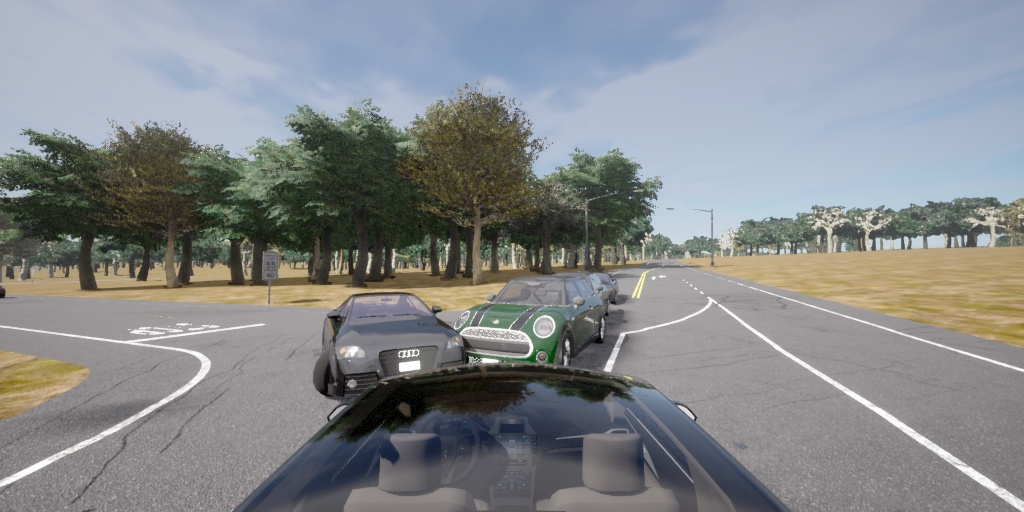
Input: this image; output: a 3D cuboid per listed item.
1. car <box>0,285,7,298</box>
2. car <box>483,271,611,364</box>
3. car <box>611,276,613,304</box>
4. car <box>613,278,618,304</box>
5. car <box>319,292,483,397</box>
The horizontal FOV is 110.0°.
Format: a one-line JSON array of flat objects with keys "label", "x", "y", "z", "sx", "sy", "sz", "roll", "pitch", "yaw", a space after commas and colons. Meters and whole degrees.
[{"label": "car", "x": -40.861, "y": 2.562, "z": 27.387, "sx": 4.181, "sy": 1.385, "sz": 1.994, "roll": -2, "pitch": -3, "yaw": 22}, {"label": "car", "x": 0.617, "y": 1.218, "z": 7.830, "sx": 2.097, "sy": 1.767, "sz": 4.553, "roll": -1, "pitch": -2, "yaw": 26}, {"label": "car", "x": 2.023, "y": 1.344, "z": 12.143, "sx": 2.097, "sy": 1.767, "sz": 4.553, "roll": -1, "pitch": -1, "yaw": 21}, {"label": "car", "x": 4.217, "y": 1.509, "z": 17.870, "sx": 1.994, "sy": 1.385, "sz": 4.181, "roll": -1, "pitch": 0, "yaw": 19}, {"label": "car", "x": -2.355, "y": 1.376, "z": 6.625, "sx": 1.994, "sy": 1.385, "sz": 4.181, "roll": 1, "pitch": -2, "yaw": -29}]
